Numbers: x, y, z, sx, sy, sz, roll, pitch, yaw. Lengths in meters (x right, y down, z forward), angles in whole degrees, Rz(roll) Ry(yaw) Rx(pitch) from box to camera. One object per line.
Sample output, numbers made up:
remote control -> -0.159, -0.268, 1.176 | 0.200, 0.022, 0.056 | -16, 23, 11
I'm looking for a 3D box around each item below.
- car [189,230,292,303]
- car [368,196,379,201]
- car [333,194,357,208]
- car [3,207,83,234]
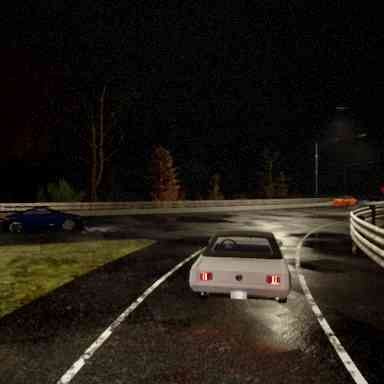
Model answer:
car -> 1.307, 1.600, 8.261 | 1.895, 1.301, 4.718 | 0, 0, 12
car -> 43.840, 1.545, 80.298 | 1.994, 1.385, 4.181 | 0, 0, 23
car -> 22.580, 1.343, 49.023 | 2.097, 1.767, 4.553 | 0, 0, 45
car -> -8.478, 1.559, 19.162 | 4.181, 1.385, 1.994 | 0, 0, -23
